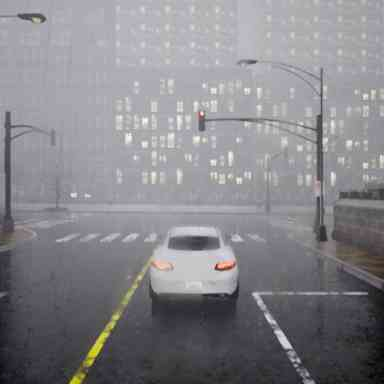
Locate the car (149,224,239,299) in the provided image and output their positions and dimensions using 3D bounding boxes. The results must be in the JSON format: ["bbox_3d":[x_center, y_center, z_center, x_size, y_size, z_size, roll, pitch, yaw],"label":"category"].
[{"bbox_3d":[0.056,1.517,8.280,1.812,1.442,4.674,0,0,0],"label":"car"}]
